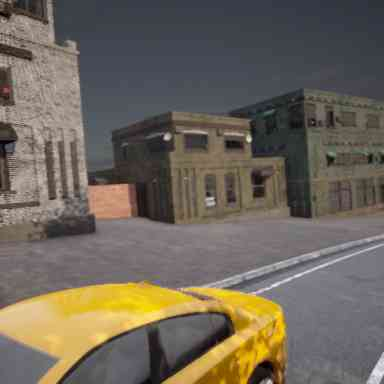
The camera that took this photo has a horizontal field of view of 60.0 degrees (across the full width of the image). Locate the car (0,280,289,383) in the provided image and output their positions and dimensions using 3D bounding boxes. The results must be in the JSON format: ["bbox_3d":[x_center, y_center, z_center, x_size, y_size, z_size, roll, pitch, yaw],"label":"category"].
[{"bbox_3d":[-0.985,1.618,2.598,1.882,1.535,5.008,-3,-3,40],"label":"car"}]
